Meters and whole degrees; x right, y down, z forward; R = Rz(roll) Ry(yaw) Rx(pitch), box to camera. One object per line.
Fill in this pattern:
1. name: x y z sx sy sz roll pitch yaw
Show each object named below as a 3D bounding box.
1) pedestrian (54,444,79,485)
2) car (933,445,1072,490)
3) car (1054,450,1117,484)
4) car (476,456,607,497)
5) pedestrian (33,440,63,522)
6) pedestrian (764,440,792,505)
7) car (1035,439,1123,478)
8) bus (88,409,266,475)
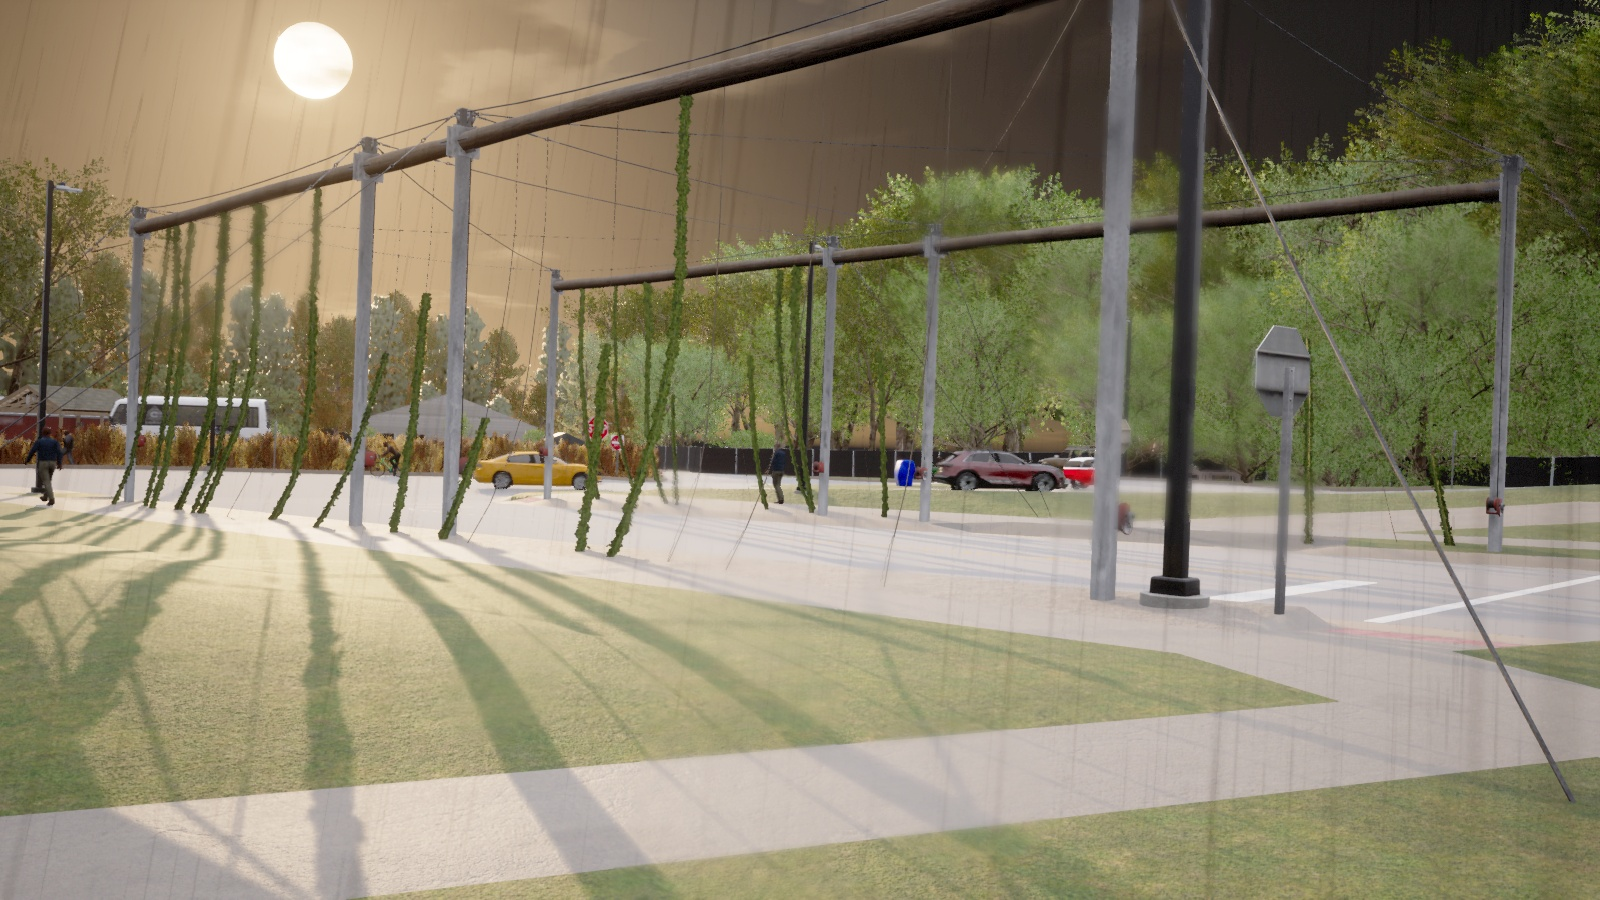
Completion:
1. pedestrian: -34.078 0.674 58.362 0.849 1.883 0.563 1 0 -8
2. car: 7.639 0.642 47.663 4.856 1.649 2.033 0 1 -4
3. car: 12.231 0.724 53.805 2.207 1.376 1.481 -2 0 -35
4. car: -10.261 1.020 49.878 5.008 1.535 1.882 0 1 -13
5. pedestrian: -17.151 0.702 28.639 0.726 1.835 0.370 1 0 44
6. pedestrian: -0.638 0.646 36.320 0.726 1.842 0.402 1 0 43
7. car: 14.130 0.410 63.901 1.932 1.855 4.605 -2 1 -25
8. bus: -41.766 -0.561 84.677 10.273 4.253 3.944 0 1 -17
